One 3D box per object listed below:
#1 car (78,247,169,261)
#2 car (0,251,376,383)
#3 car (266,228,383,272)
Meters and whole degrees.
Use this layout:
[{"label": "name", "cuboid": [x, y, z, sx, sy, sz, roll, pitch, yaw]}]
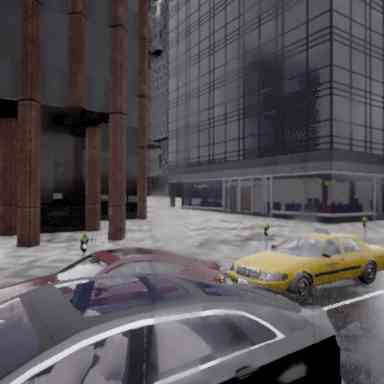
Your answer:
[{"label": "car", "cuboid": [-1.294, 1.638, 5.562, 4.206, 1.307, 1.802, 1, -1, -33]}, {"label": "car", "cuboid": [-0.880, 1.515, 2.526, 4.902, 1.511, 2.128, 1, -1, -33]}, {"label": "car", "cuboid": [3.103, 1.634, 8.463, 4.829, 1.417, 1.752, 1, -1, -33]}]
